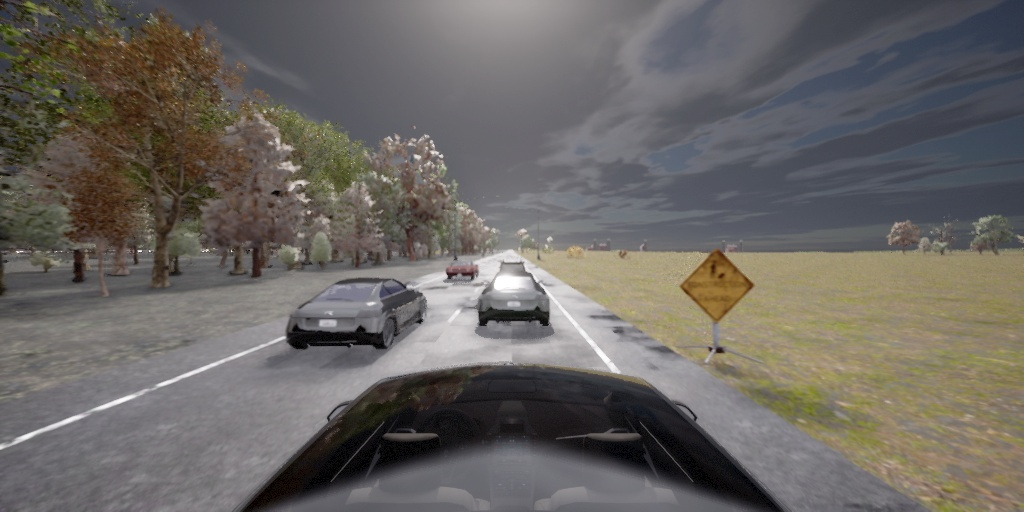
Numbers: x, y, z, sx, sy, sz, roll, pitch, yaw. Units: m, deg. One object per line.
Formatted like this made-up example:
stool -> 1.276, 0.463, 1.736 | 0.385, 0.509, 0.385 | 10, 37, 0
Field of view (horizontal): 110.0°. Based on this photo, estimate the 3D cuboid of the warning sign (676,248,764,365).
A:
warning sign -> 3.539, 0.789, 6.217 | 1.300, 1.860, 1.060 | 0, 0, 0

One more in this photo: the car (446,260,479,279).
car -> -3.479, 0.939, 26.061 | 1.895, 1.301, 4.718 | 0, 1, 0

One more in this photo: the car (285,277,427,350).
car -> -3.447, 1.195, 8.738 | 1.994, 1.385, 4.181 | 0, 1, 0

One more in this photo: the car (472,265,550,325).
car -> 0.056, 1.155, 11.107 | 1.994, 1.385, 4.181 | 0, 1, 0

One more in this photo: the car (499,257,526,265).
car -> 0.020, 0.801, 27.738 | 2.128, 1.511, 4.902 | 0, 1, 0
